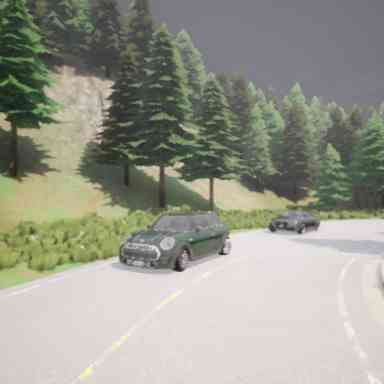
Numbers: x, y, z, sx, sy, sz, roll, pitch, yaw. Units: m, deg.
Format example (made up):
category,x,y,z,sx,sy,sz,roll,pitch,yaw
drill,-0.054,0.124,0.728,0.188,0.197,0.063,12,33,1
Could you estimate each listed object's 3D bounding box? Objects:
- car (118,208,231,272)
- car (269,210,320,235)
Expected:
category,x,y,z,sx,sy,sz,roll,pitch,yaw
car,-0.410,1.487,11.510,2.097,1.767,4.553,0,-1,31
car,6.529,1.834,21.036,1.994,1.385,4.181,0,-1,40
